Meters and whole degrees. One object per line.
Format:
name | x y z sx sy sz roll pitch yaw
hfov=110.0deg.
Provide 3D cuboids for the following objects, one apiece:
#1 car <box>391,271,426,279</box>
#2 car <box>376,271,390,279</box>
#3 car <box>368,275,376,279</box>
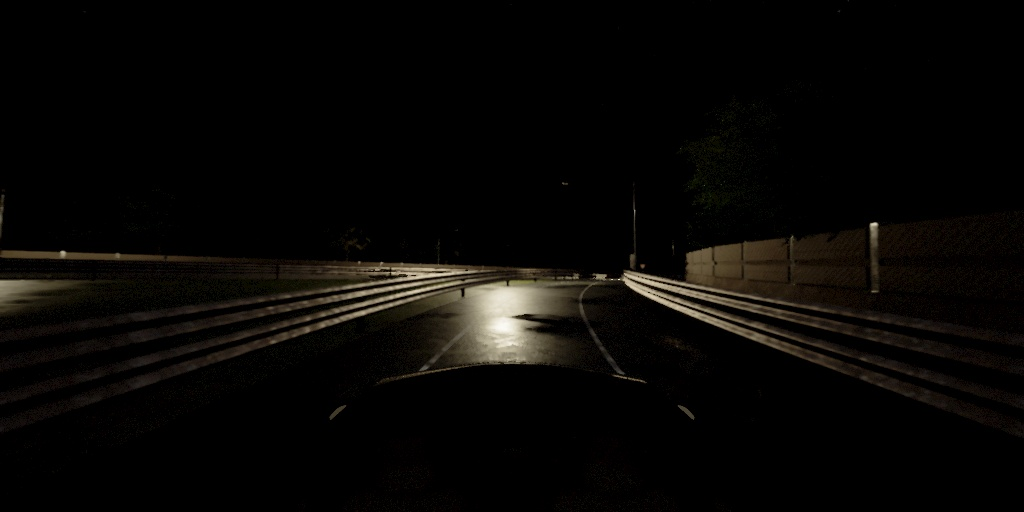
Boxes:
car | -12.417 2.237 45.894 1.837 1.490 4.892 -3 -5 44
car | -14.925 2.420 48.329 2.033 1.411 5.357 -3 -5 44
car | -17.421 2.555 50.779 2.033 1.411 5.357 -3 -5 44
